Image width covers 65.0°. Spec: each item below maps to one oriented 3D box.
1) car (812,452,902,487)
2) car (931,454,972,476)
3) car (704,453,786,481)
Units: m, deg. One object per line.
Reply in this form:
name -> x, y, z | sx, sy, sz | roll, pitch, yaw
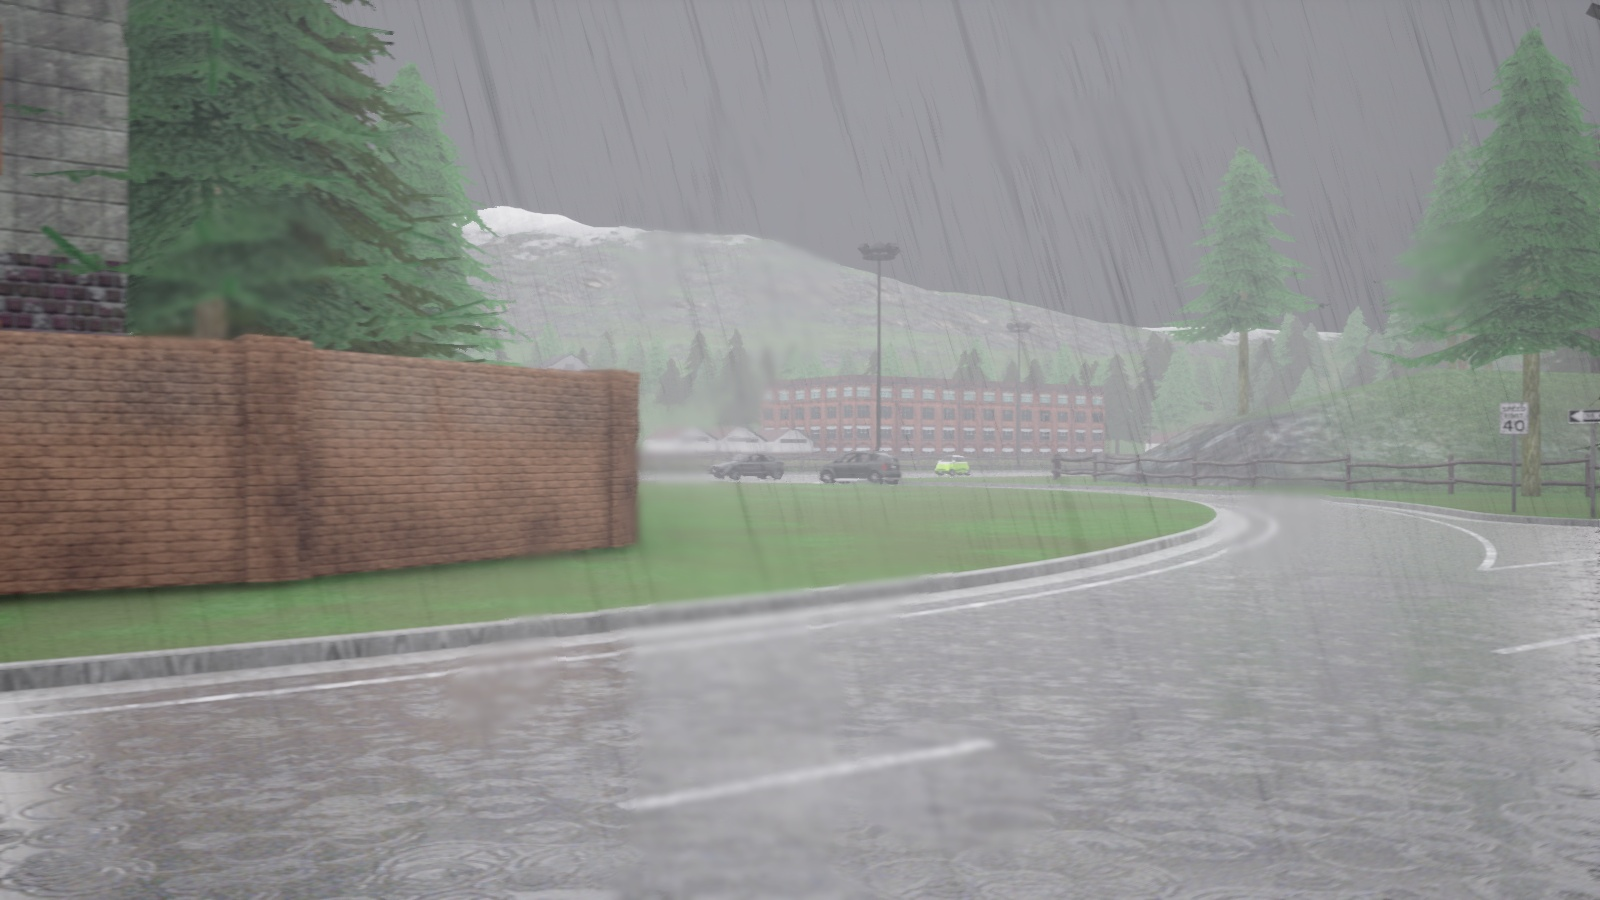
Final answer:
car -> 2.577, 0.857, 57.271 | 3.705, 1.549, 1.789 | 0, -1, 31
car -> 9.951, 0.981, 82.567 | 2.207, 1.376, 1.481 | 0, 0, -35
car -> -3.021, 0.935, 69.331 | 4.193, 1.474, 1.816 | 0, 0, -35
